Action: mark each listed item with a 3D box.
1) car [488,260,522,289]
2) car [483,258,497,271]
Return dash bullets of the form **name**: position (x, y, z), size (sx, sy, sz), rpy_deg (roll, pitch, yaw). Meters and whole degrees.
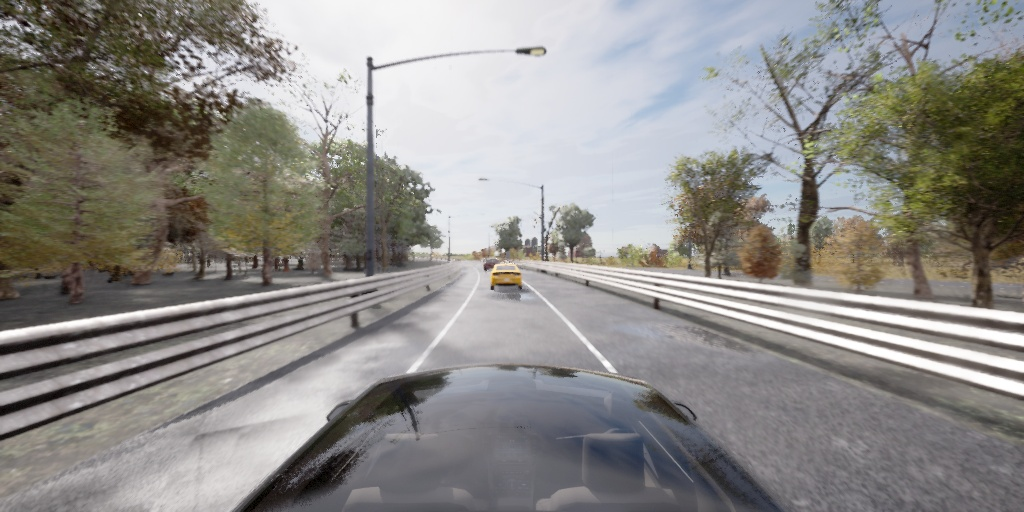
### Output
- **car**: position (-0.452, 1.234, 23.217), size (1.882, 1.535, 5.008), rpy_deg (0, 0, -4)
- **car**: position (-2.890, 1.098, 49.177), size (2.097, 1.767, 4.553), rpy_deg (0, 0, -8)
